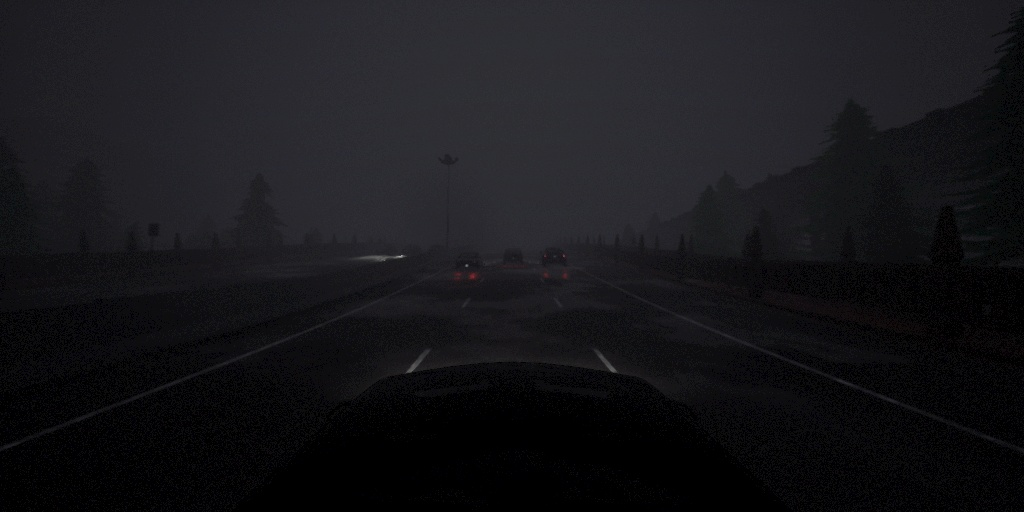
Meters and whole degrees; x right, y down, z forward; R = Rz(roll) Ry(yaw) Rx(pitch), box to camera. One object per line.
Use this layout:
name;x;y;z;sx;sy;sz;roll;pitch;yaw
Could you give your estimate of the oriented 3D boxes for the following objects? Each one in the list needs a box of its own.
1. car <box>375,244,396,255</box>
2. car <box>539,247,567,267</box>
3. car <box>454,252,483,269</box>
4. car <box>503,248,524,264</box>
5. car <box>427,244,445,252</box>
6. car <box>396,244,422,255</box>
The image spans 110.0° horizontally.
car;-17.521;-0.915;50.164;2.128;1.511;4.902;0;3;0
car;3.602;-0.060;32.187;2.097;1.767;4.553;0;3;0
car;-3.415;0.325;29.344;1.895;1.301;4.718;0;3;0
car;0.114;-0.088;34.985;1.882;1.535;5.008;0;3;0
car;-10.521;-0.882;50.064;1.837;1.490;4.892;0;4;0
car;-14.020;-0.907;50.161;2.128;1.511;4.902;0;3;0
